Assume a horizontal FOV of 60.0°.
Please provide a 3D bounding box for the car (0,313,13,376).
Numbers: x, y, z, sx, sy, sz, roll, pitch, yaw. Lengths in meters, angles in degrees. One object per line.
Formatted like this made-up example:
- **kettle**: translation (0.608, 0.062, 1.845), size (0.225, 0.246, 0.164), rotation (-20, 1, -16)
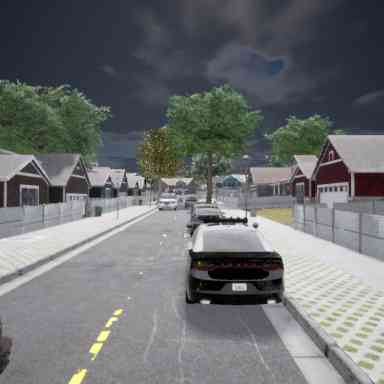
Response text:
- **car**: translation (-2.854, 1.548, 1.252), size (2.033, 1.411, 5.357), rotation (0, 0, 0)

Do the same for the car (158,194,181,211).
- **car**: translation (-2.915, 1.212, 41.106), size (2.150, 2.045, 5.566), rotation (0, 0, 0)

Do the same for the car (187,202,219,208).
- **car**: translation (0.795, 1.504, 18.188), size (1.837, 1.490, 4.892), rotation (0, 0, 0)

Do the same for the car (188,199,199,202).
- **car**: translation (0.786, 1.502, 24.190), size (1.837, 1.490, 4.892), rotation (0, 0, 0)

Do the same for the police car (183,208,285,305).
- **police car**: translation (0.811, 1.427, 8.295), size (1.930, 1.638, 5.238), rotation (0, 0, 0)

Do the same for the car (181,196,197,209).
- **car**: translation (-0.041, 1.481, 46.094), size (2.128, 1.511, 4.902), rotation (0, 0, 0)

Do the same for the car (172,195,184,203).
- **car**: translation (-2.862, 1.485, 68.392), size (2.128, 1.511, 4.902), rotation (0, 0, 0)

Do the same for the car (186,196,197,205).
- **car**: translation (-0.096, 1.515, 60.490), size (1.812, 1.442, 4.674), rotation (0, 0, 0)
